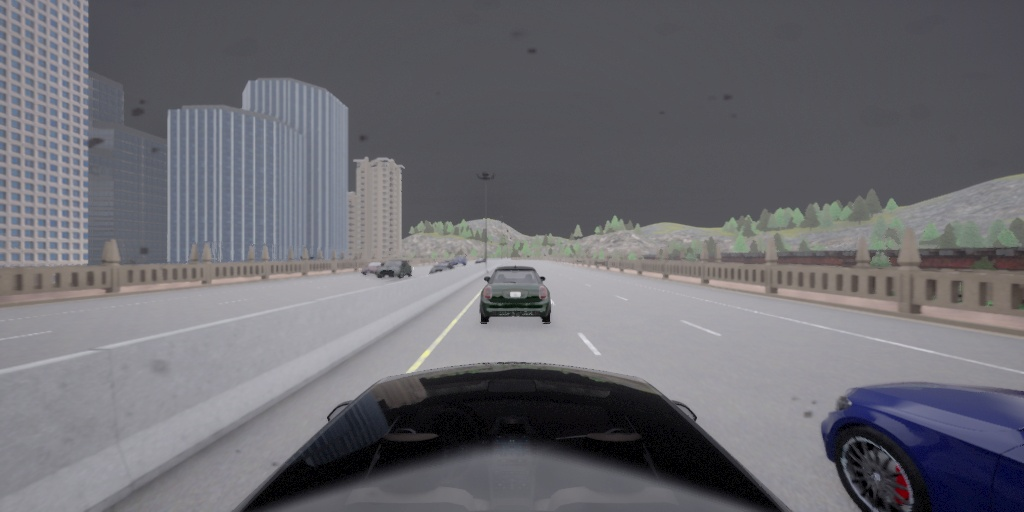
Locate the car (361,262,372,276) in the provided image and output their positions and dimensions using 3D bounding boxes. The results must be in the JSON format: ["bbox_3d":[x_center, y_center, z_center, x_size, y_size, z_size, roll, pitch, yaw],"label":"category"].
[{"bbox_3d":[-14.092,1.307,37.584,1.812,1.442,4.674,0,0,0],"label":"car"}]

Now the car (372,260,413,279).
[{"bbox_3d":[-10.596,1.129,32.584,2.097,1.767,4.553,0,0,0],"label":"car"}]

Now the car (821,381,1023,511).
[{"bbox_3d":[3.600,1.275,1.135,1.812,1.442,4.674,0,0,0],"label":"car"}]

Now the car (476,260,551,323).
[{"bbox_3d":[0.100,1.111,12.261,2.097,1.767,4.553,0,0,0],"label":"car"}]

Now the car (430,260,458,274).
[{"bbox_3d":[-7.092,1.345,36.904,1.994,1.385,4.181,0,0,0],"label":"car"}]
